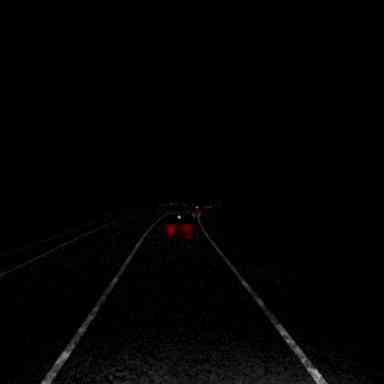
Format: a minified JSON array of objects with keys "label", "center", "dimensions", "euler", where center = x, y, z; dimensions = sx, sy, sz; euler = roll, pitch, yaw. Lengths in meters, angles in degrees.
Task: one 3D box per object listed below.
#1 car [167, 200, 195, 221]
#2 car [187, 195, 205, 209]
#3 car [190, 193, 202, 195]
[{"label":"car","center":[-0.925,1.621,27.315],"dimensions":[1.895,1.301,4.718],"euler":[0,0,1]},{"label":"car","center":[0.579,1.506,46.041],"dimensions":[1.812,1.442,4.674],"euler":[1,0,10]},{"label":"car","center":[0.731,1.135,61.035],"dimensions":[2.150,2.045,5.566],"euler":[1,0,17]}]
